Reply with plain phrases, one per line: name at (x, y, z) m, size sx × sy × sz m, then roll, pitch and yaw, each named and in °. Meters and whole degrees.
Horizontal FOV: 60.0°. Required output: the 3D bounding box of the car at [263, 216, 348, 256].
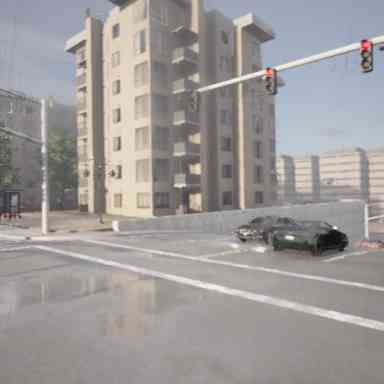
car at (5.198, 1.906, 14.495) m, size 1.994 × 1.385 × 4.181 m, roll -1°, pitch -5°, yaw 43°

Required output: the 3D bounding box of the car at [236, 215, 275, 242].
car at (4.428, 2.109, 19.046) m, size 1.837 × 1.490 × 4.892 m, roll -1°, pitch -5°, yaw 43°

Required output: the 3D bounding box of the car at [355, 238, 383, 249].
car at (18.059, 5.471, 33.438) m, size 2.097 × 1.767 × 4.553 m, roll -1°, pitch -13°, yaw 43°
